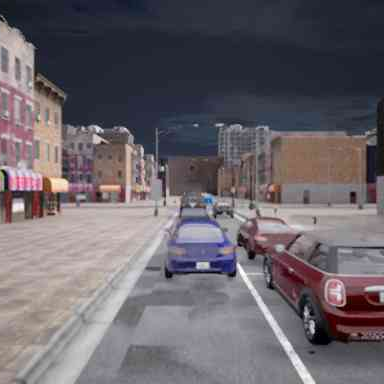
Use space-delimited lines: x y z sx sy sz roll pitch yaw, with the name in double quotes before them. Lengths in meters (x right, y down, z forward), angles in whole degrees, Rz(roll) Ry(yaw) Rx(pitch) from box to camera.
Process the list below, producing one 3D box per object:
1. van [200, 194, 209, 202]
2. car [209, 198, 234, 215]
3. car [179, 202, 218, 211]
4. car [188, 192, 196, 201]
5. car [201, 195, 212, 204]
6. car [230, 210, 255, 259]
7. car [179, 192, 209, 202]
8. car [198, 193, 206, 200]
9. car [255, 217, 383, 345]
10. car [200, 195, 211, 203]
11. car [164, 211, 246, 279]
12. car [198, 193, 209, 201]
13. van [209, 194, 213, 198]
"van" 2.656 1.241 72.514 1.690 1.788 3.998 0 0 0
"car" 2.644 1.482 29.085 2.008 1.369 4.403 0 0 0
"car" 0.096 1.496 18.317 2.033 1.411 5.357 0 0 0
"car" 0.025 1.114 85.323 2.150 2.045 5.566 0 0 0
"car" 2.653 1.344 61.563 1.967 1.590 4.097 0 0 0
"car" 2.641 1.545 12.048 1.802 1.307 4.206 0 0 0
"car" 0.080 1.153 28.570 2.150 2.045 5.566 0 0 1
"car" 2.660 1.213 88.940 2.192 1.841 5.009 0 0 0
"car" 2.639 1.420 6.367 1.967 1.590 4.097 0 0 0
"car" 2.655 1.342 67.038 1.967 1.590 4.097 0 0 0
"car" 0.155 1.495 9.817 1.812 1.442 4.674 0 0 -2
"car" 2.656 1.214 77.987 2.192 1.841 5.009 0 0 0
"van" 2.651 1.248 56.088 1.690 1.788 3.998 0 0 0
